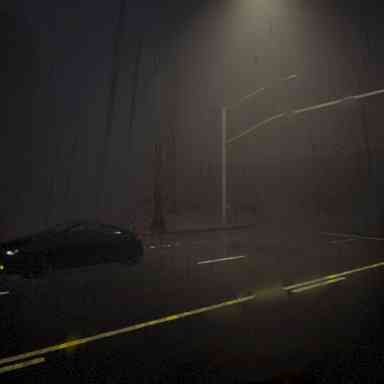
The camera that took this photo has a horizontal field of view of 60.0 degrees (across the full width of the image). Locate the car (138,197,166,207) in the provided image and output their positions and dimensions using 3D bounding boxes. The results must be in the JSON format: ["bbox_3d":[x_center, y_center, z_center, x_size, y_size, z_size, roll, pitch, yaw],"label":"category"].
[{"bbox_3d":[-5.821,1.478,50.833,1.882,1.535,5.008,0,0,-35],"label":"car"}]

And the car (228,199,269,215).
[{"bbox_3d":[5.830,1.491,34.508,2.128,1.511,4.902,0,0,-36],"label":"car"}]

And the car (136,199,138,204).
[{"bbox_3d":[-8.638,1.564,61.031,1.994,1.385,4.181,0,0,-35],"label":"car"}]

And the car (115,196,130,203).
[{"bbox_3d":[-14.451,1.468,69.080,1.812,1.442,4.674,0,0,-36],"label":"car"}]

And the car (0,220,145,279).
[{"bbox_3d":[-3.558,1.564,10.045,4.181,1.385,1.994,0,0,-35],"label":"car"}]

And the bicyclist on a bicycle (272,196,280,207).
[{"bbox_3d":[11.471,1.303,45.507,1.656,1.620,0.582,0,0,-36],"label":"bicyclist on a bicycle"}]

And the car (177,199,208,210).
[{"bbox_3d":[0.045,1.601,42.607,1.895,1.301,4.718,0,0,-36],"label":"car"}]
